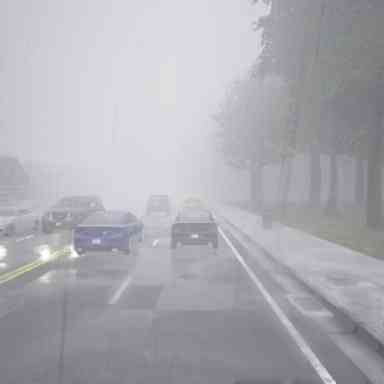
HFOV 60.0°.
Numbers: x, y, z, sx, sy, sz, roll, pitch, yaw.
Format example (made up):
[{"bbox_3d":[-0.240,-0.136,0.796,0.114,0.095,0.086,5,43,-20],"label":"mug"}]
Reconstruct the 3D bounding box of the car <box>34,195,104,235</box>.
[{"bbox_3d":[-6.599,1.219,19.186,2.150,2.045,5.566,0,0,0],"label":"car"}]

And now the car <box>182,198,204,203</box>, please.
[{"bbox_3d":[0.100,1.357,33.157,2.097,1.767,4.553,0,0,0],"label":"car"}]

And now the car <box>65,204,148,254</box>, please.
[{"bbox_3d":[-3.149,1.477,13.427,1.882,1.535,5.008,0,0,0],"label":"car"}]

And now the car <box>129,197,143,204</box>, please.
[{"bbox_3d":[-9.786,1.563,59.097,2.033,1.411,5.357,0,0,1],"label":"car"}]

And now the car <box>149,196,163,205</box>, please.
[{"bbox_3d":[-6.540,1.493,60.453,1.882,1.535,5.008,0,0,1],"label":"car"}]

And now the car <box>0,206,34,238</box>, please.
[{"bbox_3d":[-9.849,1.525,17.984,1.812,1.442,4.674,0,0,0],"label":"car"}]

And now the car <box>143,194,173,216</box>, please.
[{"bbox_3d":[-3.150,1.226,32.757,2.150,2.045,5.566,0,0,0],"label":"car"}]

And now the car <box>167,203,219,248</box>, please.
[{"bbox_3d":[0.101,1.477,14.767,1.882,1.535,5.008,0,0,0],"label":"car"}]
